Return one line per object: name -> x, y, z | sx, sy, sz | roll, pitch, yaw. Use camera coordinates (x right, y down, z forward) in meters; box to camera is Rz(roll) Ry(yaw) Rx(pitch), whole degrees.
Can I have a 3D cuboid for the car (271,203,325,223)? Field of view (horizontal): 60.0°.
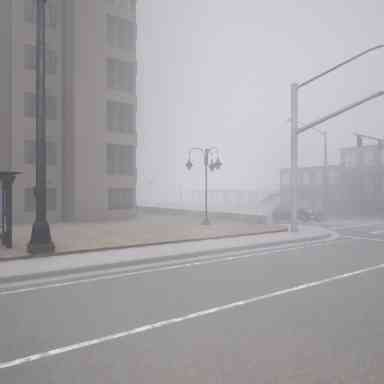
car -> 9.178, 1.744, 29.127 | 2.097, 1.767, 4.553 | 1, -5, -36
